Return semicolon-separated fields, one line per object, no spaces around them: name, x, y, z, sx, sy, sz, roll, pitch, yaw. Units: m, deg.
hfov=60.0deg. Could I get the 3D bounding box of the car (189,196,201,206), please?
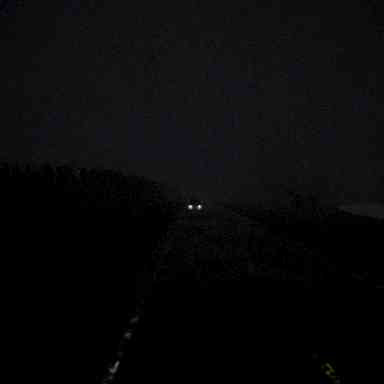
car;0.505;1.503;60.011;2.097;1.767;4.553;0;0;0
